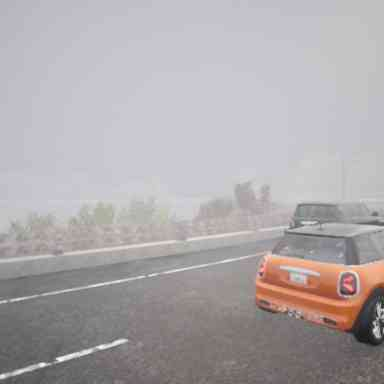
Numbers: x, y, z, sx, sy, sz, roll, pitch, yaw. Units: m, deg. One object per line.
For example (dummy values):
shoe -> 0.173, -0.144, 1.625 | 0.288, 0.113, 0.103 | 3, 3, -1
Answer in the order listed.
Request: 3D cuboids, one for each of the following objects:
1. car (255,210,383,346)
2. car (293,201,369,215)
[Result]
car -> 3.372, 1.424, 6.759 | 4.553, 1.767, 2.097 | 0, -1, -39
car -> 6.194, 1.370, 13.881 | 5.566, 2.045, 2.150 | 0, -1, -43
